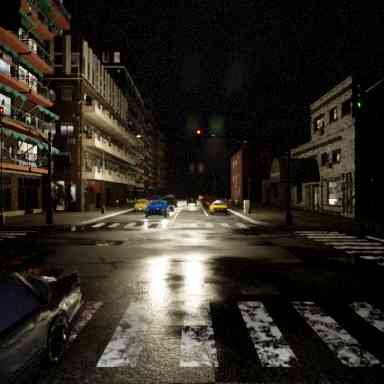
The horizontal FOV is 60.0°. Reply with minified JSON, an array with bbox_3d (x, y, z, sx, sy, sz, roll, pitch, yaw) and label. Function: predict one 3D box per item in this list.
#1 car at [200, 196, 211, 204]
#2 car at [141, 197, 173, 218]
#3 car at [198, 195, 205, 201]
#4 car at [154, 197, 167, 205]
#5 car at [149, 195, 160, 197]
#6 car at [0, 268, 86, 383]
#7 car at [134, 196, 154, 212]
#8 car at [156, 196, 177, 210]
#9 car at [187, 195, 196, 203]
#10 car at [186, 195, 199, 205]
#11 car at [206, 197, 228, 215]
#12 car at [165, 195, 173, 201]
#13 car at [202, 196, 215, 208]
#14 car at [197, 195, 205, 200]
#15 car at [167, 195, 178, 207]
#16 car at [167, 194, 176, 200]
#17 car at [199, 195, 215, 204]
[{"bbox_3d":[2.630,1.609,67.087,2.008,1.369,4.403,0,0,0],"label":"car"},{"bbox_3d":[-3.128,1.492,30.712,1.882,1.535,5.008,0,0,0],"label":"car"},{"bbox_3d":[2.608,1.628,89.414,1.752,1.417,4.829,0,0,0],"label":"car"},{"bbox_3d":[-5.746,1.600,61.539,2.008,1.369,4.403,0,0,0],"label":"car"},{"bbox_3d":[-5.734,1.349,50.461,2.192,1.841,5.009,0,0,0],"label":"car"},{"bbox_3d":[-2.654,1.546,3.008,2.033,1.411,5.357,0,0,2],"label":"car"},{"bbox_3d":[-5.725,1.547,39.212,1.752,1.417,4.829,0,0,0],"label":"car"},{"bbox_3d":[-3.119,1.548,39.990,1.812,1.442,4.674,0,0,0],"label":"car"},{"bbox_3d":[-0.066,1.432,70.658,1.882,1.535,5.008,0,0,0],"label":"car"},{"bbox_3d":[-0.056,1.595,60.238,2.033,1.411,5.357,0,0,0],"label":"car"},{"bbox_3d":[2.661,1.543,34.022,1.752,1.417,4.829,0,0,0],"label":"car"},{"bbox_3d":[-5.767,1.530,83.696,1.967,1.590,4.097,0,0,0],"label":"car"},{"bbox_3d":[2.651,1.609,44.930,1.802,1.307,4.206,0,0,0],"label":"car"},{"bbox_3d":[2.603,1.666,94.783,2.008,1.369,4.403,0,0,0],"label":"car"},{"bbox_3d":[-3.122,1.538,50.059,1.837,1.490,4.892,0,0,0],"label":"car"},{"bbox_3d":[-5.777,1.430,94.775,2.192,1.841,5.009,0,0,0],"label":"car"},{"bbox_3d":[2.646,1.349,50.470,2.192,1.841,5.009,0,0,0],"label":"car"}]
